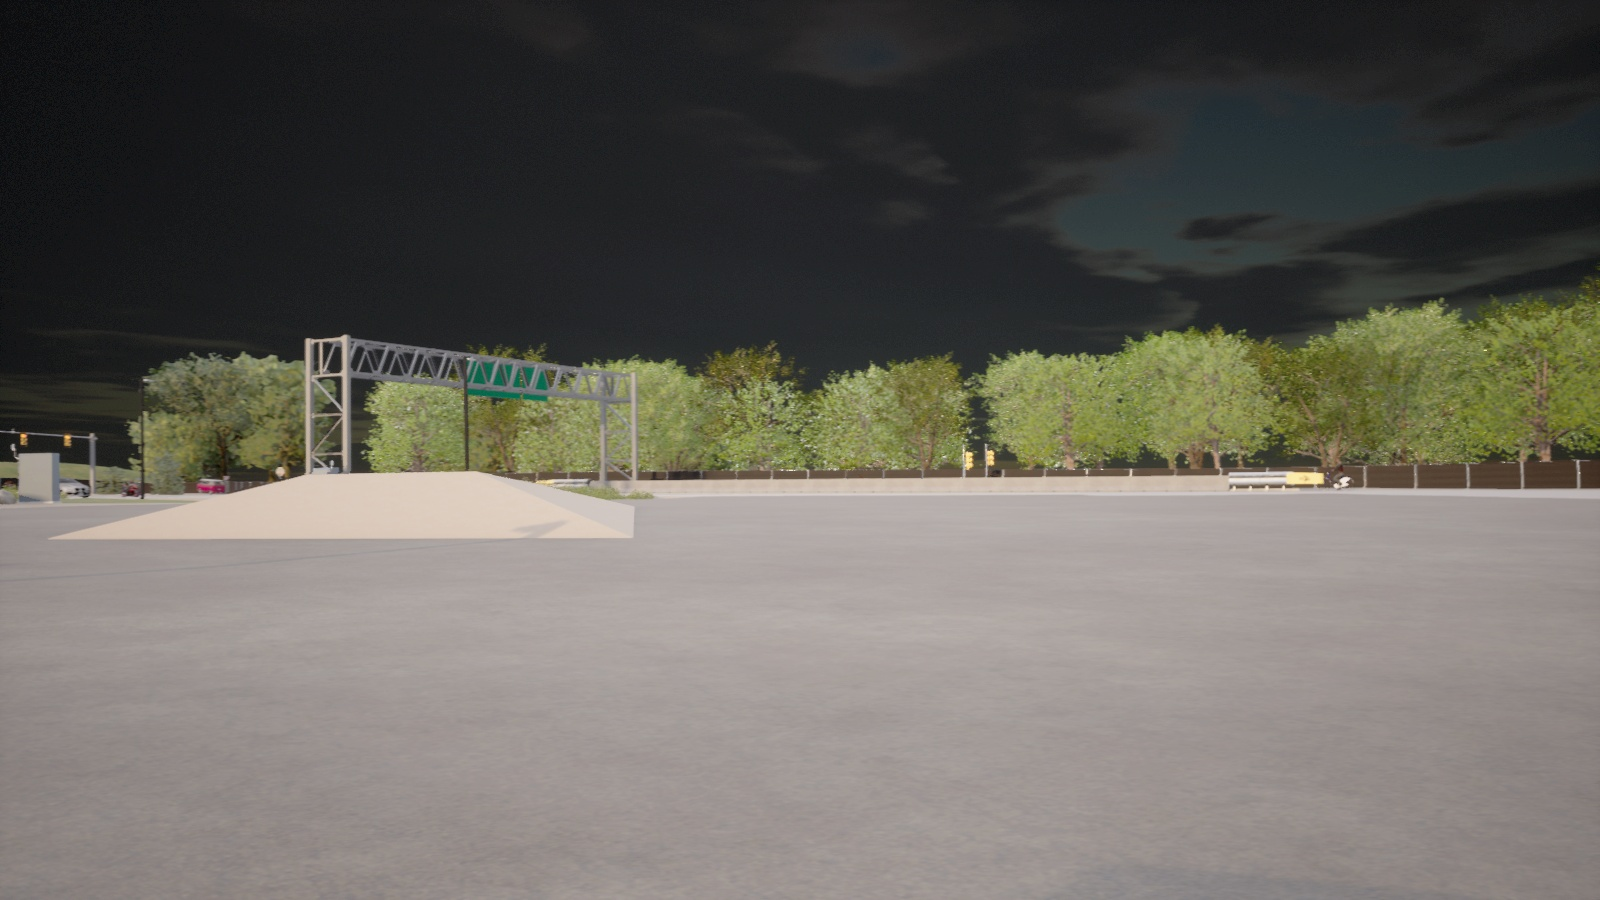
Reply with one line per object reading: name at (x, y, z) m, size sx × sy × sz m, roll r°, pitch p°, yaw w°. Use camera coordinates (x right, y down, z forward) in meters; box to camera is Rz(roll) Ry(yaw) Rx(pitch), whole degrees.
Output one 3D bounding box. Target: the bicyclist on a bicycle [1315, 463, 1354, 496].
bicyclist on a bicycle at (28.943, 1.587, 67.977) m, size 1.843 × 1.776 × 0.659 m, roll 0°, pitch -2°, yaw 31°
